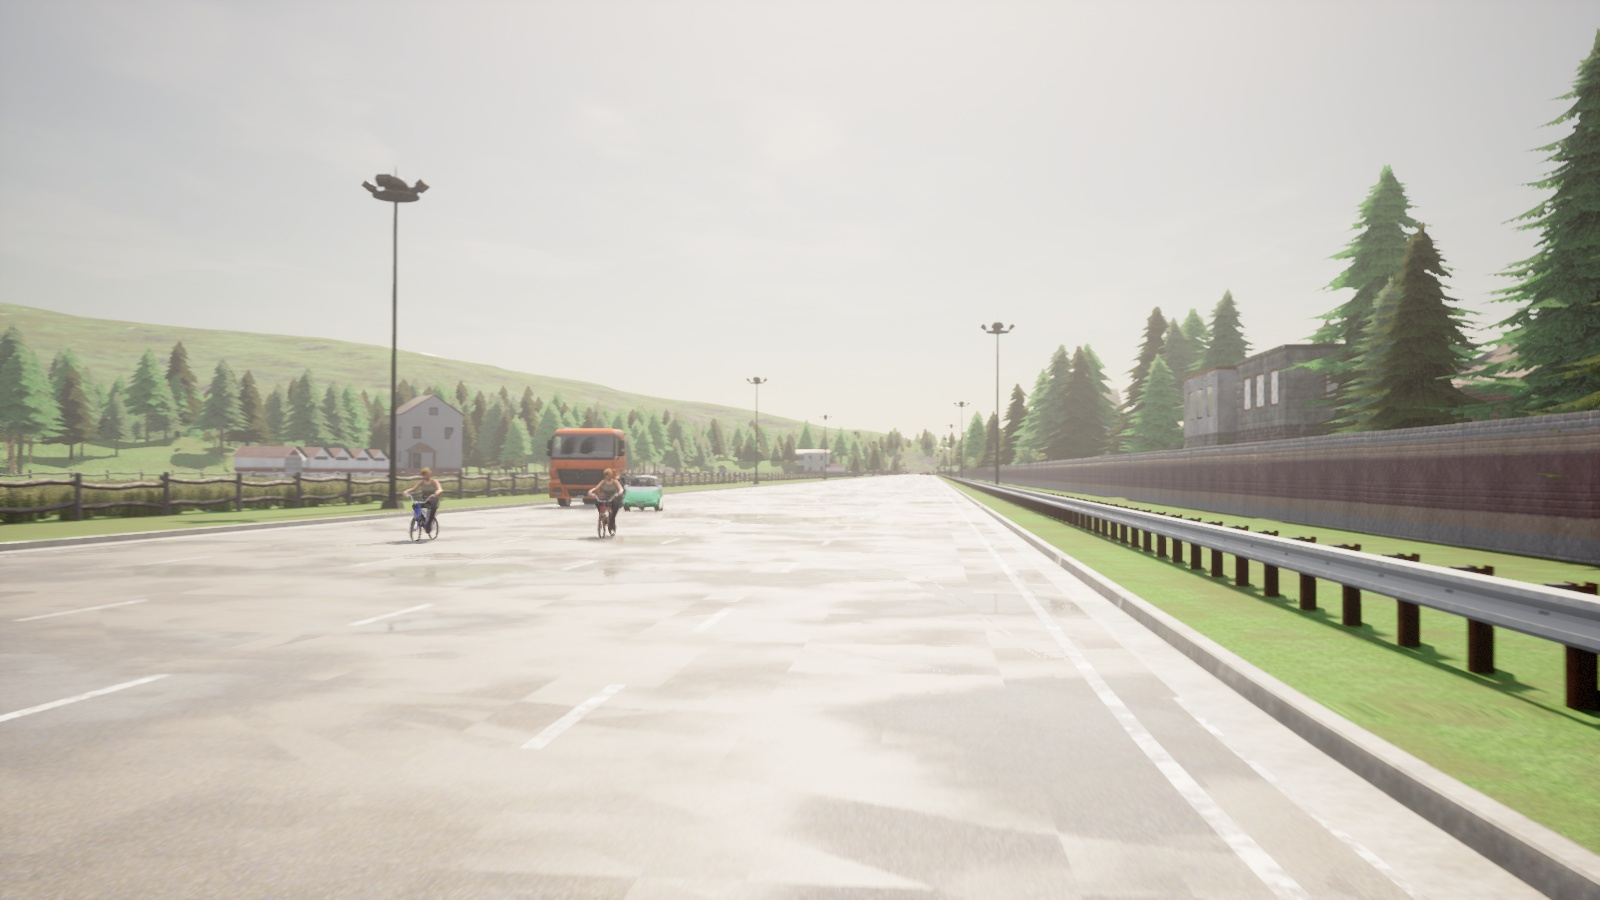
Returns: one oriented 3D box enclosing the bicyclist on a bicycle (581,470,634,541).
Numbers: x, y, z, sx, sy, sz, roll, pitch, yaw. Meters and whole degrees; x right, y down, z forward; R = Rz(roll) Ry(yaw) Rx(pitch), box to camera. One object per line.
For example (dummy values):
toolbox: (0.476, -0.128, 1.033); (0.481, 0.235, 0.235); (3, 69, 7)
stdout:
bicyclist on a bicycle: (-4.485, 1.279, 29.389); (0.866, 1.612, 1.509); (0, -1, 6)

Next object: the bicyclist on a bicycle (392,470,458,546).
bicyclist on a bicycle: (-8.197, 1.257, 27.526); (0.866, 1.612, 1.509); (0, -1, 6)

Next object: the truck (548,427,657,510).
truck: (-8.714, 0.846, 56.483); (2.891, 3.462, 7.936); (0, -1, 6)

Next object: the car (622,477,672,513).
car: (-5.967, 1.744, 49.003); (1.481, 1.376, 2.207); (0, -1, 6)
